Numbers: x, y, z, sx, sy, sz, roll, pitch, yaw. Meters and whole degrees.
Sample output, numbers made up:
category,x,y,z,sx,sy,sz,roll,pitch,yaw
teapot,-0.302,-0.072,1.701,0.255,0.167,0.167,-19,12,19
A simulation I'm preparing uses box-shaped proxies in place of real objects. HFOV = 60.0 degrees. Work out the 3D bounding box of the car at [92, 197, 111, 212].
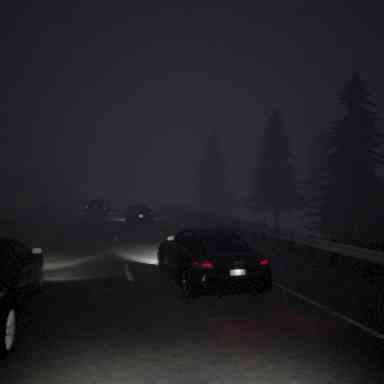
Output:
category,x,y,z,sx,sy,sz,roll,pitch,yaw
car,-11.586,1.517,42.852,2.097,1.767,4.553,1,0,-12

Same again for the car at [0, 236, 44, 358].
category,x,y,z,sx,sy,sz,roll,pitch,yaw
car,-3.803,1.472,5.711,1.882,1.535,5.008,1,0,-17

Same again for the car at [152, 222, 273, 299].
category,x,y,z,sx,sy,sz,roll,pitch,yaw
car,0.376,1.633,8.771,1.994,1.385,4.181,1,0,-16

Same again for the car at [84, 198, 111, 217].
category,x,y,z,sx,sy,sz,roll,pitch,yaw
car,-9.381,1.473,32.929,2.097,1.767,4.553,1,0,-12

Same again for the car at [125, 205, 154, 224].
category,x,y,z,sx,sy,sz,roll,pitch,yaw
car,-4.136,1.700,25.818,1.994,1.385,4.181,1,0,-13
